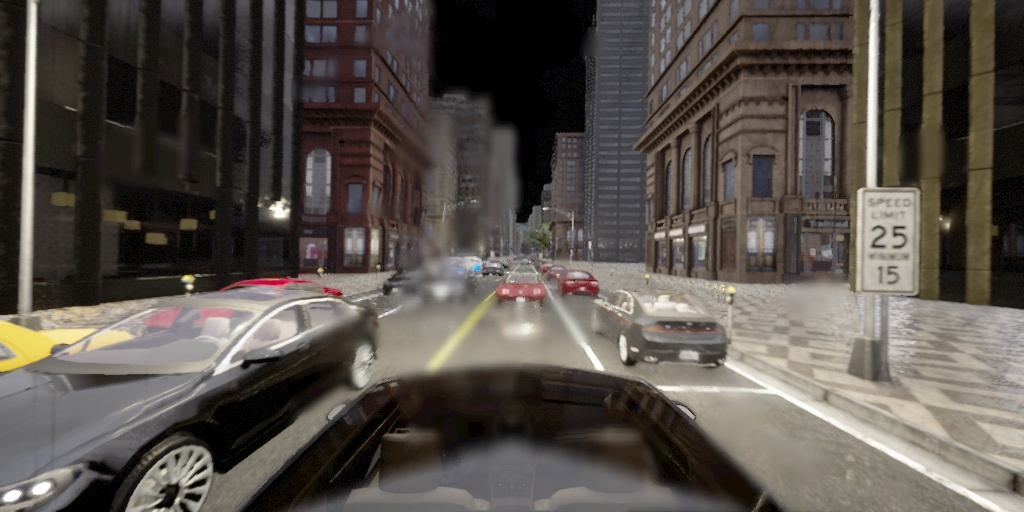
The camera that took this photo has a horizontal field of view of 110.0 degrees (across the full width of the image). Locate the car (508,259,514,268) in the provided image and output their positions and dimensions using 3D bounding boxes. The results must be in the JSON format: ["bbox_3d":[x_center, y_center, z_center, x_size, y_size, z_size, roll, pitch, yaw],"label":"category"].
[{"bbox_3d":[-1.178,1.439,51.437,1.895,1.301,4.718,1,0,2],"label":"car"}]

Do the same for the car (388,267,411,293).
[{"bbox_3d":[-5.205,1.245,18.735,1.948,1.339,4.313,0,0,2],"label":"car"}]

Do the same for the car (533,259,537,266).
[{"bbox_3d":[4.768,1.519,56.445,1.948,1.339,4.313,0,0,2],"label":"car"}]

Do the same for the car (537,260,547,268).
[{"bbox_3d":[4.148,1.449,40.257,1.888,1.381,4.507,0,0,2],"label":"car"}]

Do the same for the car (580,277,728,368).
[{"bbox_3d":[2.910,1.362,7.887,2.007,1.370,4.403,0,0,2],"label":"car"}]

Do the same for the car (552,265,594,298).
[{"bbox_3d":[3.323,1.384,18.677,1.888,1.381,4.507,0,0,2],"label":"car"}]

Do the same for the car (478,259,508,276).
[{"bbox_3d":[-1.810,1.329,35.404,2.033,1.411,5.357,1,0,3],"label":"car"}]

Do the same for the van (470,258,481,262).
[{"bbox_3d":[-4.394,1.084,39.921,1.690,1.789,3.998,0,0,2],"label":"van"}]

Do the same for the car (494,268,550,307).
[{"bbox_3d":[0.454,1.379,15.600,1.895,1.301,4.718,1,0,2],"label":"car"}]

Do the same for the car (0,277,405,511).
[{"bbox_3d":[-3.094,1.185,3.904,2.128,1.511,4.902,1,0,2],"label":"car"}]

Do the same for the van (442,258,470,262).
[{"bbox_3d":[-4.800,1.052,29.328,1.690,1.789,3.998,0,0,2],"label":"van"}]

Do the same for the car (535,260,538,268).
[{"bbox_3d":[4.355,1.487,45.653,1.948,1.339,4.313,0,0,2],"label":"car"}]

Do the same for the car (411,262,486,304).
[{"bbox_3d":[-2.624,1.214,16.163,2.128,1.511,4.902,1,0,2],"label":"car"}]

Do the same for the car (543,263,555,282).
[{"bbox_3d":[3.736,1.453,29.467,1.802,1.307,4.207,0,0,2],"label":"car"}]
